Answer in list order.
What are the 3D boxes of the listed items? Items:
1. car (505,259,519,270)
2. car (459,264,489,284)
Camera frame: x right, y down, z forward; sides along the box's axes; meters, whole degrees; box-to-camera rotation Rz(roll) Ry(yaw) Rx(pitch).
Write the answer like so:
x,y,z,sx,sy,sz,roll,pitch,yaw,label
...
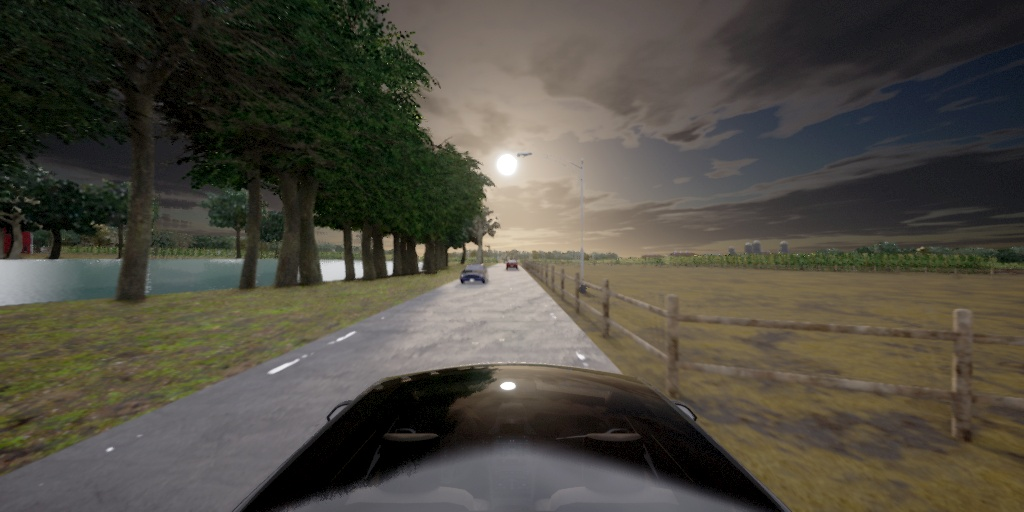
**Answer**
x,y,z,sx,sy,sz,roll,pitch,yaw,label
0.008,1.314,55.762,1.882,1.535,5.008,0,0,0,car
-2.756,1.304,27.377,2.033,1.411,5.357,0,0,0,car
